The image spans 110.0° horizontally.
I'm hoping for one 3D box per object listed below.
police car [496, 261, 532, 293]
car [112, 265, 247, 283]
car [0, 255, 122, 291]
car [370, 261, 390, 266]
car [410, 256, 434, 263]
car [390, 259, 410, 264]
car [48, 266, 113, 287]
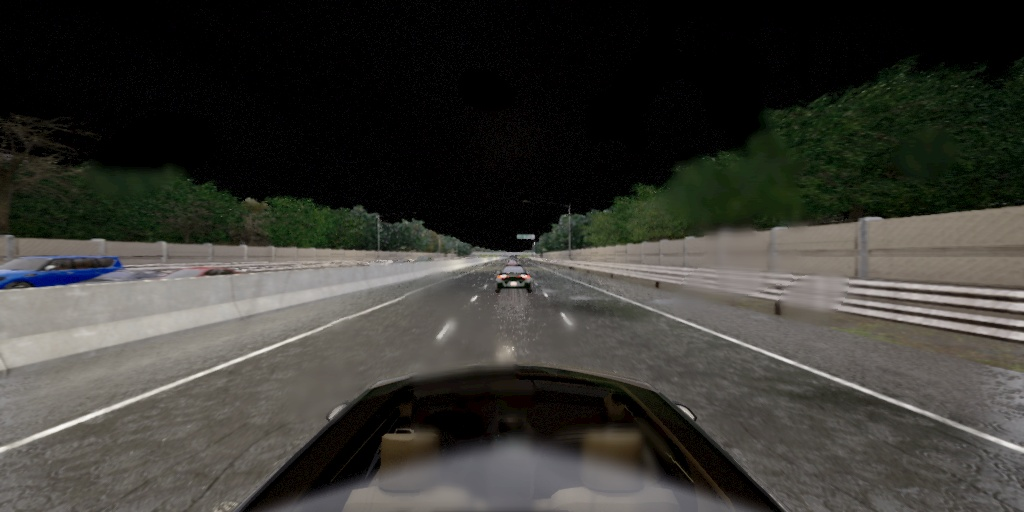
[{"bbox_3d":[0.090,1.268,21.170,2.038,1.542,4.974,0,0,0],"label":"police car"},{"bbox_3d":[-14.098,1.233,16.085,1.882,1.535,5.008,0,0,0],"label":"car"},{"bbox_3d":[-21.100,0.977,16.360,2.150,2.045,5.566,0,0,0],"label":"car"},{"bbox_3d":[-21.044,1.402,57.360,1.895,1.301,4.718,0,0,0],"label":"car"},{"bbox_3d":[-14.050,1.028,57.397,2.150,2.045,5.566,0,0,0],"label":"car"},{"bbox_3d":[-17.551,1.301,57.795,1.837,1.490,4.892,0,0,1],"label":"car"},{"bbox_3d":[-17.596,1.319,16.544,1.994,1.385,4.181,0,0,0],"label":"car"}]
